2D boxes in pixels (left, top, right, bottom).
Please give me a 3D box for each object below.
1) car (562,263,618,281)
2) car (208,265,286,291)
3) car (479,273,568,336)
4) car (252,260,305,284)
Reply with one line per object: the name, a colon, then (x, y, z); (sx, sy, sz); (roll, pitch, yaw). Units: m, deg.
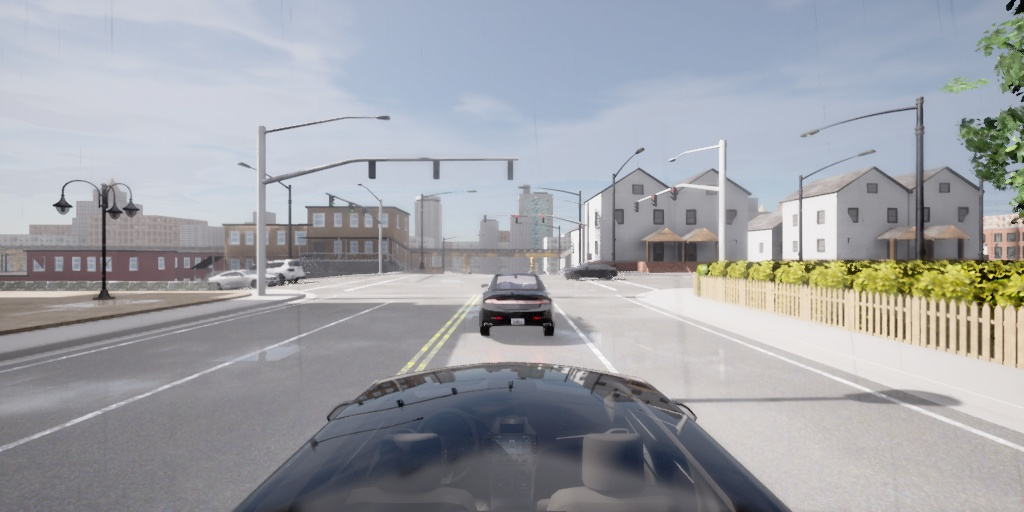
car: (6.429, 1.273, 29.782); (4.674, 1.442, 1.812); (0, 0, -11)
car: (-19.659, 1.738, 26.244); (4.674, 1.442, 1.812); (-4, 0, 1)
car: (0.118, 1.240, 10.372); (2.128, 1.511, 4.902); (0, 0, 0)
car: (-20.411, 1.494, 29.953); (5.566, 2.045, 2.150); (-5, 0, -1)
